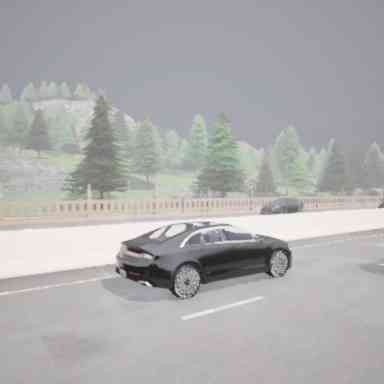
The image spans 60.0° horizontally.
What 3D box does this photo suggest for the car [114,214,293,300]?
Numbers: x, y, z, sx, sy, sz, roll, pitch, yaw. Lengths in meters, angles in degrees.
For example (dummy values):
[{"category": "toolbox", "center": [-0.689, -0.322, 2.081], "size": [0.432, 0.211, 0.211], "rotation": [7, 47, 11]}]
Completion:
[{"category": "car", "center": [0.519, 1.490, 8.419], "size": [4.902, 1.511, 2.128], "rotation": [0, 0, -36]}]
